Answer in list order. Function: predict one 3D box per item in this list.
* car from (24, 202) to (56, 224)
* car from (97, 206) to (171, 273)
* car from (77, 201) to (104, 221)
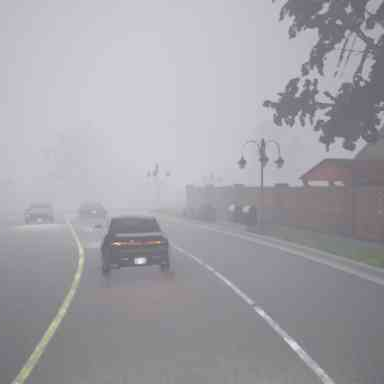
[{"bbox_3d":[-10.895,1.415,23.987,2.033,1.411,5.357,-1,1,-22],"label":"car"},{"bbox_3d":[-1.938,1.427,10.532,1.837,1.490,4.892,0,1,-16],"label":"car"},{"bbox_3d":[-7.858,1.392,26.055,1.994,1.385,4.181,-1,0,-23],"label":"car"}]
